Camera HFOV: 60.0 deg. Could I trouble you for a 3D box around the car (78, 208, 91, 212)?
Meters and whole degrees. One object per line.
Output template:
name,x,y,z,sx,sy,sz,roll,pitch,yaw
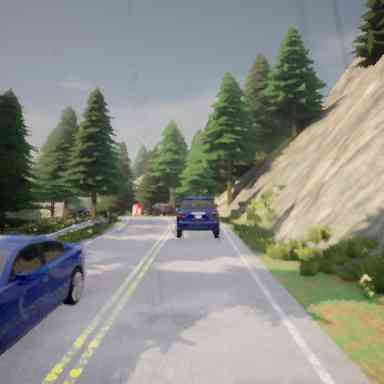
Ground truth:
car,-14.458,3.019,46.549,4.892,1.490,1.837,-10,-11,43

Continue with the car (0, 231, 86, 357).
car,-3.259,1.485,5.287,1.882,1.535,5.008,0,0,0

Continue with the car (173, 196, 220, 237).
car,0.254,1.247,18.241,2.150,2.045,5.566,0,0,-1

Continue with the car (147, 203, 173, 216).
car,-3.446,1.954,36.827,1.812,1.442,4.674,2,-4,-24
